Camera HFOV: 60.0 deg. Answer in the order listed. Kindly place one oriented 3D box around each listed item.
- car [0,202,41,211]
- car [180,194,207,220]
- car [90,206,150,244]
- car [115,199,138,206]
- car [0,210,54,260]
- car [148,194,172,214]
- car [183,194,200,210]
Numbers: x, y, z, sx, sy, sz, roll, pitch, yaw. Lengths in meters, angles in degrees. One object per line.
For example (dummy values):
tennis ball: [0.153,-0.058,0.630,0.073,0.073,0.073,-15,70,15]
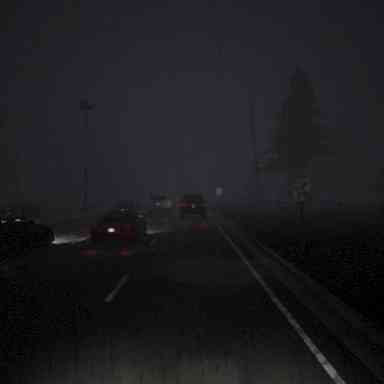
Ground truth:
car: [-14.995,1.600,29.179,1.994,1.385,4.181,0,0,0]
car: [0.107,1.248,28.846,2.150,2.045,5.566,0,0,0]
car: [-3.396,1.580,15.992,1.994,1.385,4.181,0,0,0]
car: [-6.915,1.540,35.276,1.837,1.490,4.892,0,0,0]
car: [-6.895,1.576,12.540,1.994,1.385,4.181,0,0,0]
car: [-3.407,1.258,36.109,2.150,2.045,5.566,0,0,0]
car: [-0.111,1.267,45.261,2.150,2.045,5.566,0,0,-1]
